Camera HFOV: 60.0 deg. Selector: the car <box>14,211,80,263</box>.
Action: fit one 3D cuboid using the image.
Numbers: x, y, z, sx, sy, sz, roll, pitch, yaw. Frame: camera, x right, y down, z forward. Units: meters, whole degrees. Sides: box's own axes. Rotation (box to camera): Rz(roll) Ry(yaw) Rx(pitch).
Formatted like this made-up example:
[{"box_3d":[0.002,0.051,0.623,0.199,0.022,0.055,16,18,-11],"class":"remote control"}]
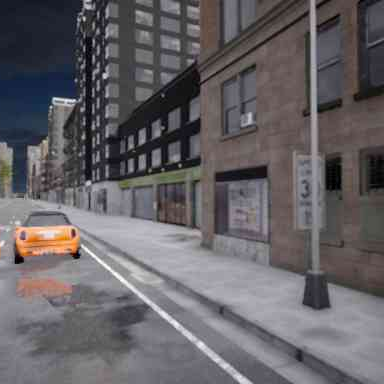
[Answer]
[{"box_3d":[-5.770,1.525,13.081,2.097,1.767,4.553,0,-1,-27],"class":"car"}]
